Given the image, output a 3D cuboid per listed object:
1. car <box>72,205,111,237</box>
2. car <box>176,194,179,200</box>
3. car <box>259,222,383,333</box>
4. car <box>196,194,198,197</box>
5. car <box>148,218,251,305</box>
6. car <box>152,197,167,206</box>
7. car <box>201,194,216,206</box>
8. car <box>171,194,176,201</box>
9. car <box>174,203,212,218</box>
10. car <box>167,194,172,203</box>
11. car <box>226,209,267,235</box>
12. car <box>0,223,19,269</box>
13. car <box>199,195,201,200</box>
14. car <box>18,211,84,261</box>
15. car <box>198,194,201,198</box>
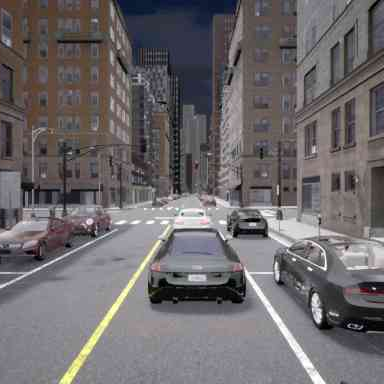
[{"bbox_3d":[-5.657,1.441,17.728,1.967,1.590,4.097,0,0,0],"label":"car"},{"bbox_3d":[-5.498,1.457,92.691,2.192,1.841,5.009,0,0,0],"label":"car"},{"bbox_3d":[2.860,1.551,6.719,2.008,1.369,4.403,0,0,0],"label":"car"},{"bbox_3d":[3.026,1.457,92.675,2.192,1.841,5.009,0,0,0],"label":"car"},{"bbox_3d":[0.088,1.564,8.184,1.994,1.385,4.181,0,0,0],"label":"car"},{"bbox_3d":[-5.594,1.618,54.831,1.802,1.307,4.206,0,0,0],"label":"car"},{"bbox_3d":[2.930,1.476,54.812,1.967,1.590,4.097,0,0,0],"label":"car"},{"bbox_3d":[-5.525,1.626,81.703,1.752,1.417,4.829,0,0,0],"label":"car"},{"bbox_3d":[0.047,1.526,16.943,1.812,1.442,4.674,0,0,1],"label":"car"},{"bbox_3d":[-5.566,1.606,65.648,2.008,1.369,4.403,0,0,0],"label":"car"},{"bbox_3d":[2.869,1.567,17.721,1.947,1.339,4.313,0,0,0],"label":"car"},{"bbox_3d":[-5.665,1.566,6.725,1.947,1.339,4.313,0,0,0],"label":"car"},{"bbox_3d":[2.959,1.607,65.629,2.008,1.369,4.403,0,0,0],"label":"car"},{"bbox_3d":[-5.661,1.582,12.227,1.802,1.307,4.206,0,0,0],"label":"car"},{"bbox_3d":[2.986,1.524,76.447,1.967,1.590,4.097,0,0,0],"label":"car"}]
